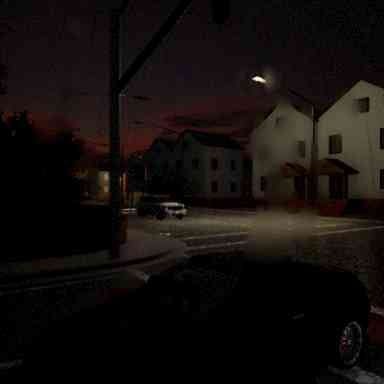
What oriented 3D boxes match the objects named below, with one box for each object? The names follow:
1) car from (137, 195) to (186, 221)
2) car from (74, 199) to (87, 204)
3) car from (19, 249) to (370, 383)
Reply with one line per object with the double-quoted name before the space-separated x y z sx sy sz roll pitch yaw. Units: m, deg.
"car" -2.729 1.249 28.474 2.150 2.045 5.566 0 0 -35
"car" -16.890 1.628 48.598 1.895 1.301 4.718 0 0 -35
"car" 0.450 1.535 4.191 4.674 1.442 1.812 0 0 -36
